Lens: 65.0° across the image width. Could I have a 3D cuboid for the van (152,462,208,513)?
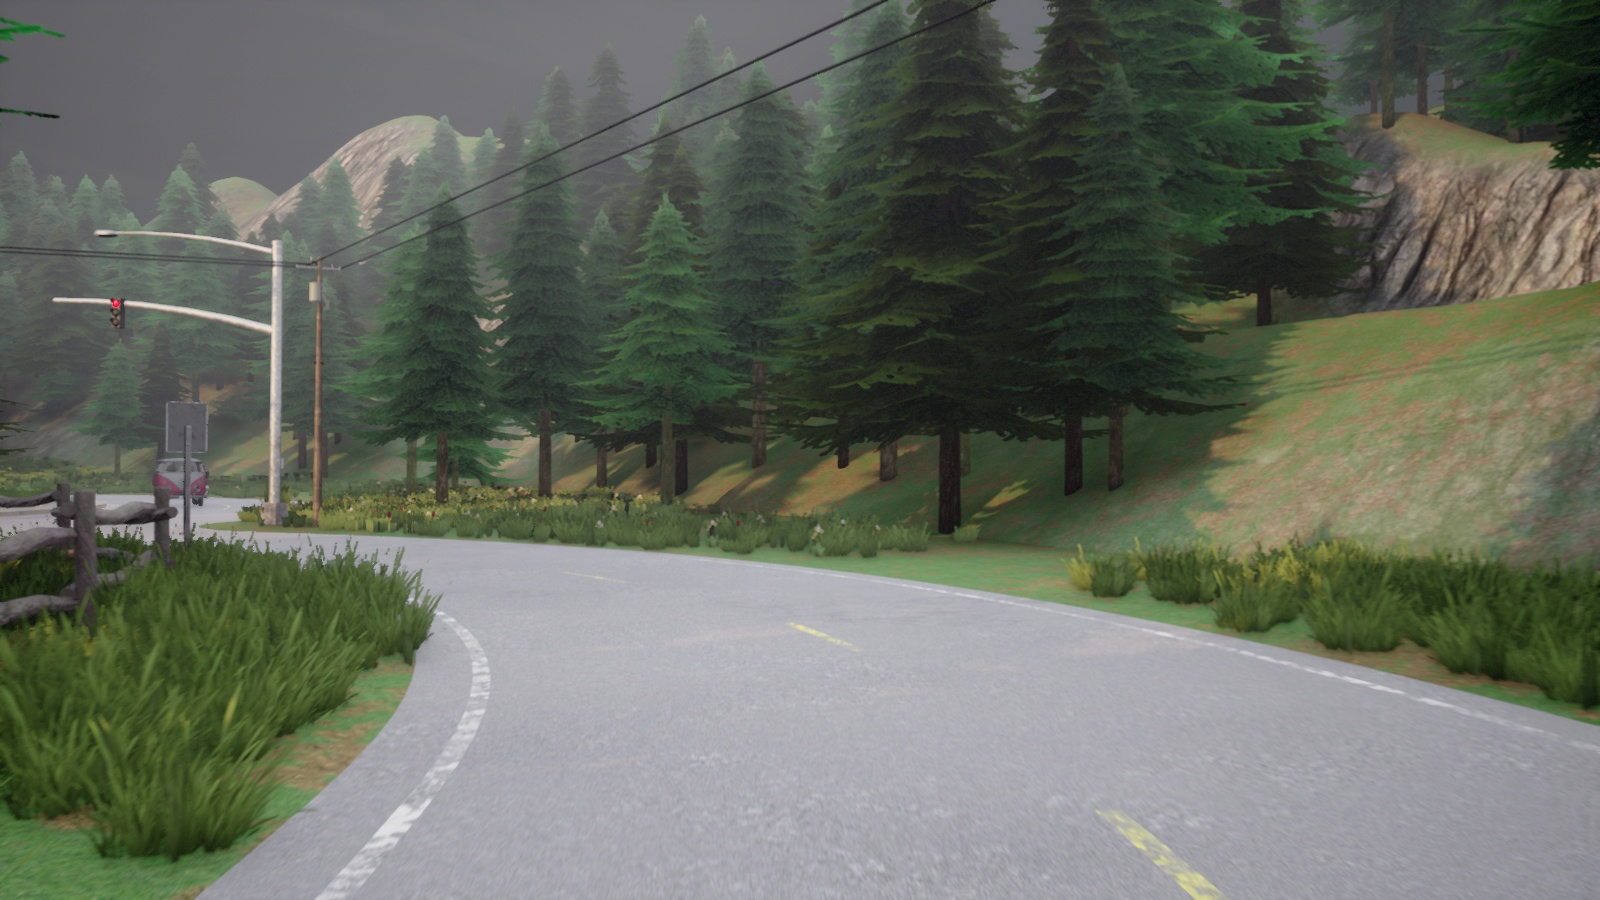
[{"bbox_3d":[-25.510,1.511,51.596,1.775,1.987,4.442,1,-1,-30],"label":"van"}]
